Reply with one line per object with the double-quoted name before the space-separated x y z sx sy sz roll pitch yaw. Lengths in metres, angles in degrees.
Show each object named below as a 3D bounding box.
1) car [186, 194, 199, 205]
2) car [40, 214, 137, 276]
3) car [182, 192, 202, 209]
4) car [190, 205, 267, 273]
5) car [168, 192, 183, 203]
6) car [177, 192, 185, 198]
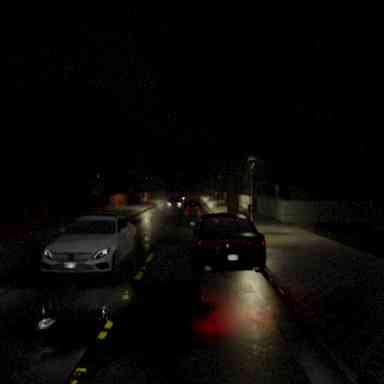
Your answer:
"car" 0.034 1.018 48.940 1.812 1.442 4.674 0 1 0
"car" -2.844 1.425 10.113 1.812 1.442 4.674 0 1 0
"car" 0.103 1.082 38.804 1.882 1.535 5.008 0 1 1
"car" 0.969 1.375 10.347 1.882 1.535 5.008 0 1 0
"car" -2.790 0.918 53.503 1.882 1.535 5.008 0 0 0
"car" -2.694 0.659 82.482 1.994 1.385 4.181 0 1 0
